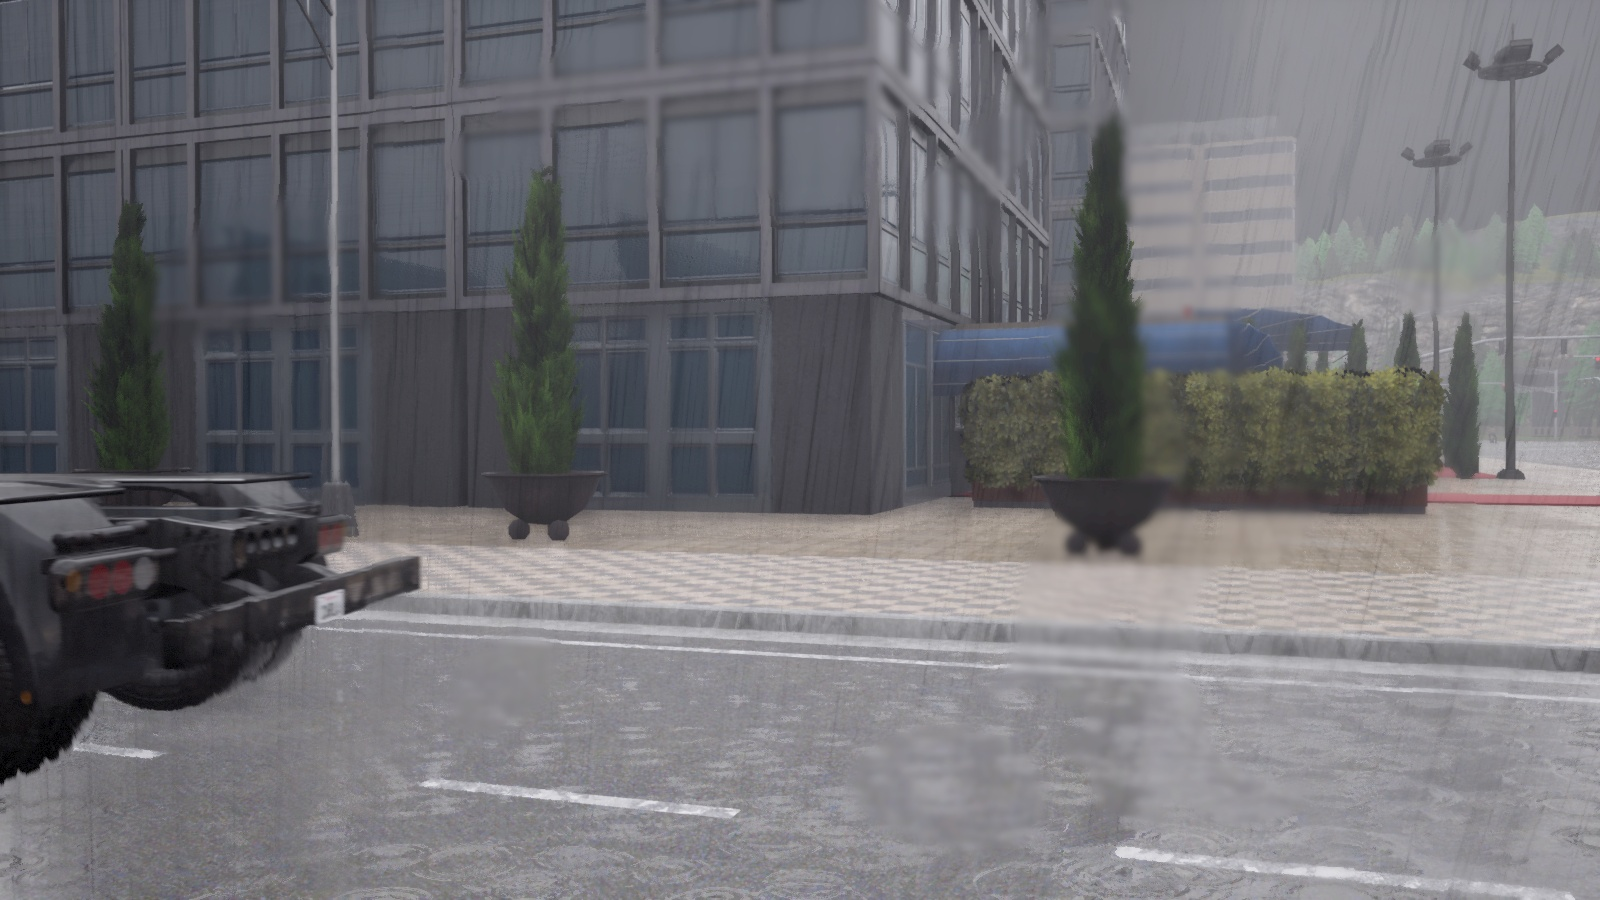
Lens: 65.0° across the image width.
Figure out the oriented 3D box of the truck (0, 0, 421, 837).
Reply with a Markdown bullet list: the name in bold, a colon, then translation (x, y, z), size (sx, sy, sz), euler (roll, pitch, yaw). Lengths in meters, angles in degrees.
- **truck**: translation (-6.373, -0.283, 6.495), size (7.936, 3.462, 2.891), euler (0, 1, 4)
